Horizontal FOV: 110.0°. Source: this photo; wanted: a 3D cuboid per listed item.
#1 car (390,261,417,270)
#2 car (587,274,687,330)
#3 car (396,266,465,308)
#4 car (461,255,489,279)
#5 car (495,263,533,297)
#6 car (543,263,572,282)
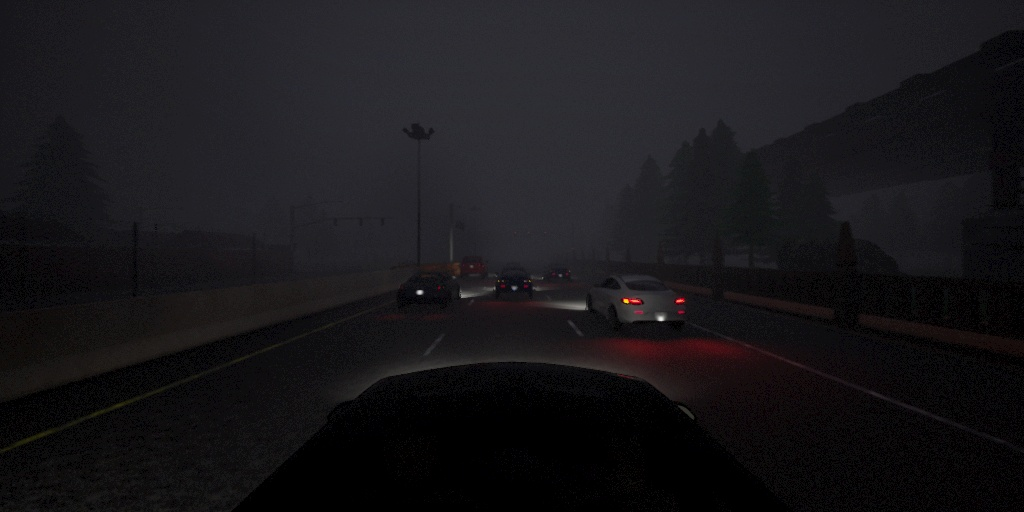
[{"bbox_3d":[-10.550,1.245,35.484,2.128,1.511,4.902,0,0,0],"label":"car"},{"bbox_3d":[3.600,1.276,10.984,1.812,1.442,4.674,0,0,0],"label":"car"},{"bbox_3d":[-3.399,1.315,15.227,1.994,1.385,4.181,0,0,0],"label":"car"},{"bbox_3d":[-3.401,0.972,32.794,2.150,2.045,5.566,0,0,0],"label":"car"},{"bbox_3d":[0.096,1.276,18.593,1.812,1.442,4.674,0,0,0],"label":"car"},{"bbox_3d":[3.599,1.277,28.952,1.812,1.442,4.674,0,0,0],"label":"car"}]
